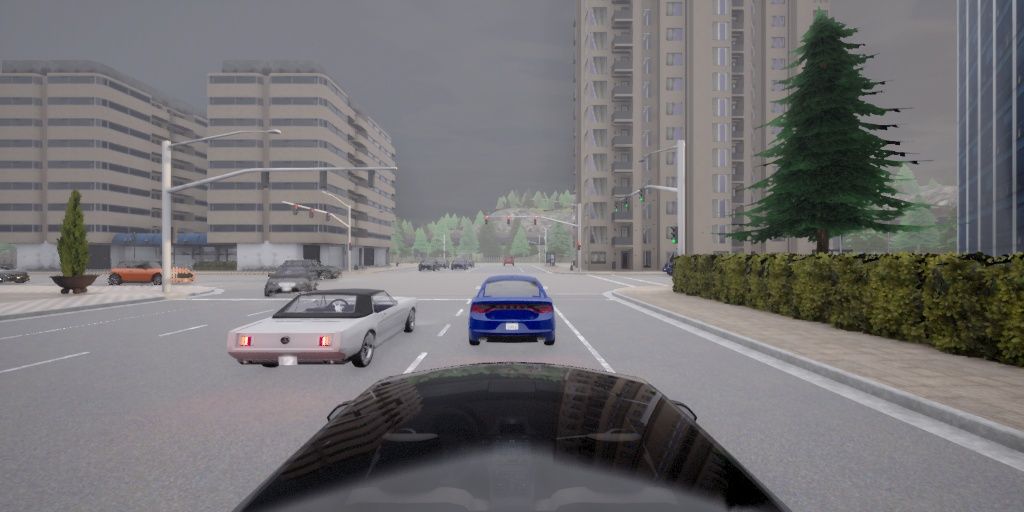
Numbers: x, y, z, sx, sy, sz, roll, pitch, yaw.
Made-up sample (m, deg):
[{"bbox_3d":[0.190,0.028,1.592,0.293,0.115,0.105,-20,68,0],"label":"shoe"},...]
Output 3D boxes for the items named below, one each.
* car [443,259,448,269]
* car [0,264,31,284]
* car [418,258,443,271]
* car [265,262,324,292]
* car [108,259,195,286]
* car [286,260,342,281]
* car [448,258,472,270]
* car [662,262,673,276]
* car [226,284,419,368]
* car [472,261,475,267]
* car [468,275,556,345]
[{"bbox_3d":[-11.083,1.255,56.990,1.837,1.490,4.892,0,0,0],"label":"car"},{"bbox_3d":[-36.563,1.254,24.803,4.892,1.490,1.837,0,0,0],"label":"car"},{"bbox_3d":[-11.012,1.102,47.905,2.097,1.767,4.553,0,0,0],"label":"car"},{"bbox_3d":[-11.290,1.241,18.653,2.128,1.511,4.902,1,0,-24],"label":"car"},{"bbox_3d":[-24.719,1.102,24.741,4.553,1.767,2.097,0,0,1],"label":"car"},{"bbox_3d":[-16.426,1.101,29.210,4.553,1.767,2.097,0,0,-11],"label":"car"},{"bbox_3d":[-7.547,1.102,52.124,2.097,1.767,4.553,0,0,0],"label":"car"},{"bbox_3d":[17.892,0.971,35.442,5.566,2.045,2.150,0,0,0],"label":"car"},{"bbox_3d":[-3.496,1.351,7.829,1.895,1.301,4.718,0,0,0],"label":"car"},{"bbox_3d":[-7.610,1.297,62.565,2.033,1.411,5.357,0,0,1],"label":"car"},{"bbox_3d":[-0.004,1.228,9.495,1.882,1.535,5.008,0,0,0],"label":"car"}]
